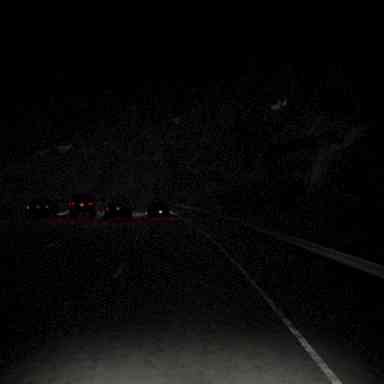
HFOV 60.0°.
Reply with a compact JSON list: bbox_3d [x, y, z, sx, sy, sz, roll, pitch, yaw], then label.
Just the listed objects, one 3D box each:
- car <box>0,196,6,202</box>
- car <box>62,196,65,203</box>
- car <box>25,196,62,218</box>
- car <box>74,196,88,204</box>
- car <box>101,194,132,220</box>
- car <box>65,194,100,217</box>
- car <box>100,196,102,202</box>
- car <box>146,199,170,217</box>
[{"bbox_3d":[-38.811,1.599,67.709,2.033,1.411,5.357,0,0,-29],"label":"car"},{"bbox_3d":[-23.811,1.536,61.191,1.812,1.442,4.674,0,0,-24],"label":"car"},{"bbox_3d":[-13.839,1.366,30.881,2.097,1.767,4.553,0,0,-12],"label":"car"},{"bbox_3d":[-22.152,1.497,66.155,1.837,1.490,4.892,0,0,-27],"label":"car"},{"bbox_3d":[-6.107,1.337,27.746,2.097,1.767,4.553,0,0,-10],"label":"car"},{"bbox_3d":[-10.116,1.216,31.137,2.150,2.045,5.566,0,0,-14],"label":"car"},{"bbox_3d":[-18.198,1.471,65.778,2.128,1.511,4.902,0,0,-25],"label":"car"},{"bbox_3d":[-3.255,1.475,31.552,1.837,1.490,4.892,0,0,-12],"label":"car"}]
